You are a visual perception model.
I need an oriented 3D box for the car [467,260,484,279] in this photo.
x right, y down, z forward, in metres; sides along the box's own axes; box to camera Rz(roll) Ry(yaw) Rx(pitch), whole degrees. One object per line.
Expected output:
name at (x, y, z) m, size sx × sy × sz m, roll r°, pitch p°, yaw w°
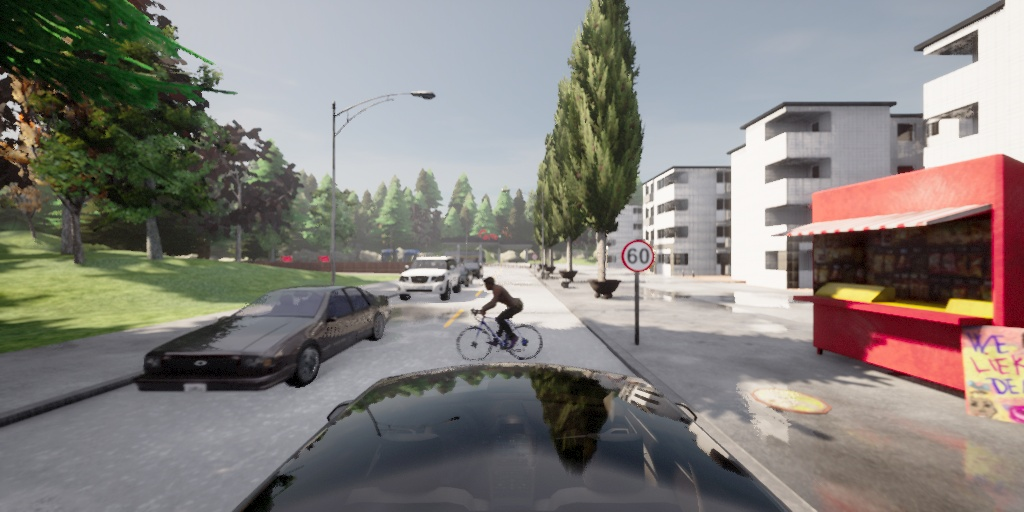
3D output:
car at (-3.782, 1.323, 33.830) m, size 1.882 × 1.535 × 5.008 m, roll 0°, pitch 0°, yaw 1°

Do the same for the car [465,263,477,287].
car at (-3.834, 1.383, 24.875) m, size 1.994 × 1.385 × 4.181 m, roll 0°, pitch 0°, yaw 0°

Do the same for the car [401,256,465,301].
car at (-3.980, 1.023, 18.186) m, size 2.150 × 2.045 × 5.566 m, roll 0°, pitch -1°, yaw 0°

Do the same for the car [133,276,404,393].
car at (-4.066, 1.314, 7.255) m, size 2.033 × 1.411 × 5.357 m, roll 0°, pitch 0°, yaw 0°

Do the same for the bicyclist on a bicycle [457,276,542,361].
bicyclist on a bicycle at (-0.252, 1.210, 6.853) m, size 1.656 × 1.620 × 0.582 m, roll -2°, pitch 0°, yaw 0°
